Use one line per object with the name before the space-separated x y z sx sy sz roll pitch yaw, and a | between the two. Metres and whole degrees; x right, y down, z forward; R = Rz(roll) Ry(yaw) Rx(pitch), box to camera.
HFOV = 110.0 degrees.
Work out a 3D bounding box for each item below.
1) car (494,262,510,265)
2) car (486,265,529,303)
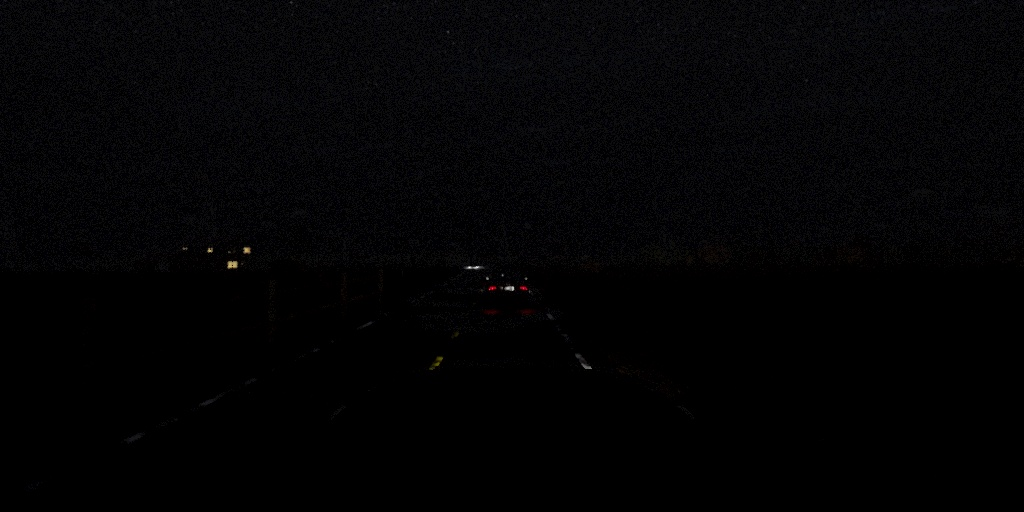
car | -0.903 1.301 31.580 1.837 1.490 4.892 0 0 -3
car | -0.226 1.323 16.553 2.033 1.411 5.357 0 0 -2
